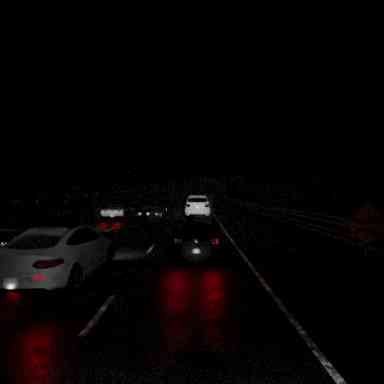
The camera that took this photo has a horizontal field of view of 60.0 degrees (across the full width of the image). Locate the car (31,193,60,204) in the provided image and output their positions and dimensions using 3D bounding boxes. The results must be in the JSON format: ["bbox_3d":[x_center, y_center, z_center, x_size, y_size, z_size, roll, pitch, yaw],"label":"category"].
[{"bbox_3d":[-20.058,1.241,47.352,2.150,2.045,5.566,0,1,3],"label":"car"}]

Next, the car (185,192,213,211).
[{"bbox_3d":[0.526,1.305,29.880,2.150,2.045,5.566,0,0,2],"label":"car"}]

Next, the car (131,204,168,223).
[{"bbox_3d":[-3.082,1.624,26.392,2.033,1.411,5.357,0,0,2],"label":"car"}]

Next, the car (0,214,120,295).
[{"bbox_3d":[-3.396,1.544,8.630,1.812,1.442,4.674,0,0,1],"label":"car"}]

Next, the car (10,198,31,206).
[{"bbox_3d":[-23.575,1.564,47.209,2.033,1.411,5.357,0,0,2],"label":"car"}]

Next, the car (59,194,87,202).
[{"bbox_3d":[-16.544,1.377,47.491,2.097,1.767,4.553,0,0,3],"label":"car"}]

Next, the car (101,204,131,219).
[{"bbox_3d":[-6.487,1.677,29.579,1.895,1.301,4.718,0,0,2],"label":"car"}]

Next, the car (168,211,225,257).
[{"bbox_3d":[0.180,1.636,12.991,1.895,1.301,4.718,0,0,1],"label":"car"}]

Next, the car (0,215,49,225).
[{"bbox_3d":[-6.796,1.636,14.378,1.895,1.301,4.718,0,0,1],"label":"car"}]

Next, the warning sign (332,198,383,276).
[{"bbox_3d":[4.635,1.140,8.847,1.300,1.860,1.060,2,2,0],"label":"warning sign"}]
